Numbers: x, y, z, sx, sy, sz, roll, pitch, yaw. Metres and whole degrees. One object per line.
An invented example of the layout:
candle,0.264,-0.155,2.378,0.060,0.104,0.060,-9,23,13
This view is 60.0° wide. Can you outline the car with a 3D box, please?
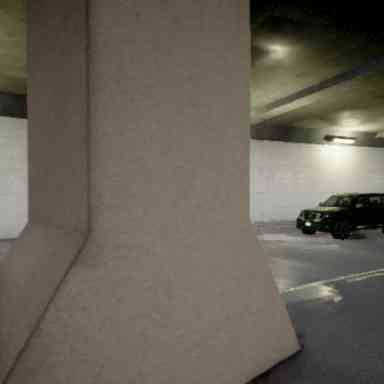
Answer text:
car,7.735,1.075,16.178,5.566,2.045,2.150,0,0,-25
